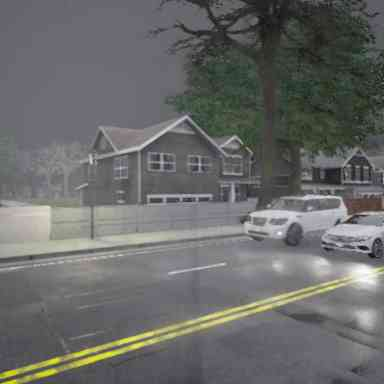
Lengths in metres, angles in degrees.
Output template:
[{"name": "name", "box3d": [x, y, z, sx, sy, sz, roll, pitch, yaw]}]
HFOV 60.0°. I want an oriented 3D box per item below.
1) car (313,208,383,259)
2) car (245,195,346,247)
[{"name": "car", "box3d": [6.834, 1.479, 12.535, 4.674, 1.442, 1.812, 0, 0, -36]}, {"name": "car", "box3d": [4.934, 1.175, 15.187, 5.566, 2.045, 2.150, 0, 0, -35]}]
